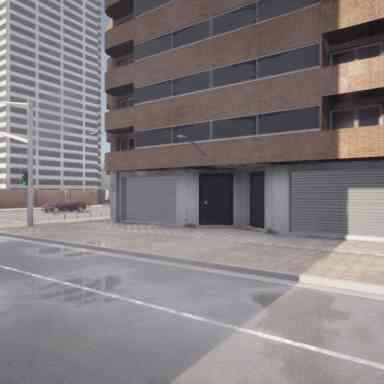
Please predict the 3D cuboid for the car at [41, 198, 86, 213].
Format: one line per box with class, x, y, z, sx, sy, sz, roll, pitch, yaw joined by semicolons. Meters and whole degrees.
car;-14.137;1.478;36.903;1.882;1.535;5.008;0;0;35
